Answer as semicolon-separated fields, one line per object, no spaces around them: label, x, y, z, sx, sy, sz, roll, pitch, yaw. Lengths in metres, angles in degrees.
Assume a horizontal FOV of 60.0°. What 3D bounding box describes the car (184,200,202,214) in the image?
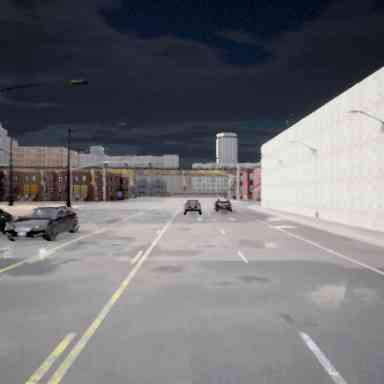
car;0.080;1.537;35.264;2.033;1.411;5.357;0;0;0

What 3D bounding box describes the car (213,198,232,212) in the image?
car;3.575;1.479;39.015;2.128;1.511;4.902;0;0;0

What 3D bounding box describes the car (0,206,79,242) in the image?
car;-7.106;1.487;16.347;2.128;1.511;4.902;0;0;0
